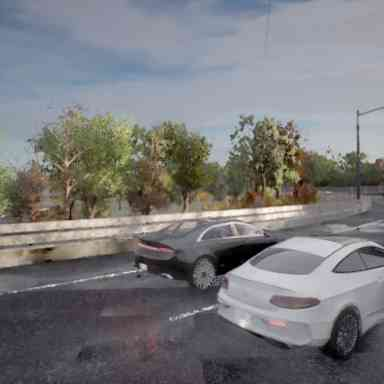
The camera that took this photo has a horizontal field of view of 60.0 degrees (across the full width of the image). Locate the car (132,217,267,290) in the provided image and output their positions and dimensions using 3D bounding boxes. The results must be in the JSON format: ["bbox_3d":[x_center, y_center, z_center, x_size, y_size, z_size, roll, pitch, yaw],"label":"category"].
[{"bbox_3d":[0.803,1.443,8.968,4.902,1.511,2.128,-1,0,-38],"label":"car"}]

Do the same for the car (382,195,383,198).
[{"bbox_3d":[46.530,0.832,78.288,1.812,1.442,4.674,0,0,7],"label":"car"}]

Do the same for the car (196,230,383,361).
[{"bbox_3d":[2.506,1.481,5.839,4.674,1.442,1.812,-1,0,-38],"label":"car"}]
